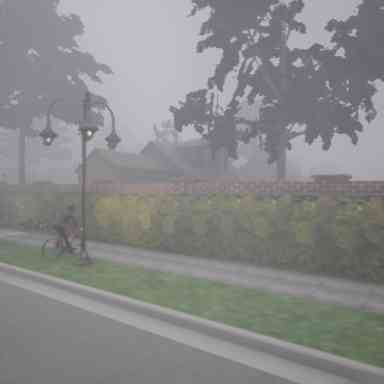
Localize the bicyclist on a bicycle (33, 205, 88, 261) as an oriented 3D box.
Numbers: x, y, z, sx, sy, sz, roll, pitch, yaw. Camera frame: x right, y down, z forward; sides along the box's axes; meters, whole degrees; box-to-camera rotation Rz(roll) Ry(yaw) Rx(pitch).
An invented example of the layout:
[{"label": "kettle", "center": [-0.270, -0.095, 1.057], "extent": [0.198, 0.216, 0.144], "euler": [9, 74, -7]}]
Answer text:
[{"label": "bicyclist on a bicycle", "center": [-3.821, 1.222, 10.128], "extent": [0.582, 1.620, 1.656], "euler": [1, 0, 31]}]
